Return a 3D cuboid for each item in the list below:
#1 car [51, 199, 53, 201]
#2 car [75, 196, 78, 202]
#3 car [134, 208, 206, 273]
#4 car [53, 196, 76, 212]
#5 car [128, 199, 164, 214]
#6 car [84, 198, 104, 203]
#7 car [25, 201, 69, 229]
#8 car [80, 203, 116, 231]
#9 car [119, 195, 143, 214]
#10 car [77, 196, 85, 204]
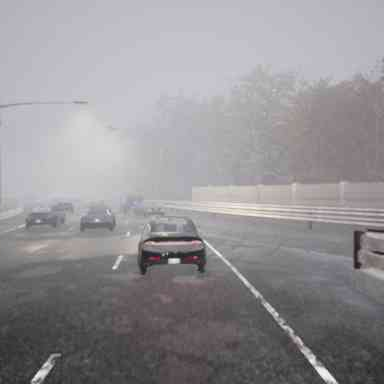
[{"bbox_3d":[-26.440,1.559,65.945,1.812,1.442,4.674,0,0,-40],"label":"car"},{"bbox_3d":[-23.674,1.558,68.090,1.812,1.442,4.674,0,0,-40],"label":"car"},{"bbox_3d":[-0.718,1.516,10.756,2.128,1.511,4.902,0,0,-6],"label":"car"},{"bbox_3d":[-15.038,1.583,39.129,1.882,1.535,5.008,0,0,-22],"label":"car"},{"bbox_3d":[-4.101,1.618,31.037,2.033,1.411,5.357,0,0,-24],"label":"car"},{"bbox_3d":[-10.922,1.661,38.123,1.994,1.385,4.181,0,0,-21],"label":"car"},{"bbox_3d":[-9.717,1.588,22.234,1.812,1.442,4.674,0,0,-12],"label":"car"},{"bbox_3d":[-5.925,1.618,21.246,1.994,1.385,4.181,0,0,-12],"label":"car"},{"bbox_3d":[-6.634,1.309,36.660,2.150,2.045,5.566,0,0,-19],"label":"car"},{"bbox_3d":[-19.202,1.760,61.780,1.895,1.301,4.718,0,0,-34],"label":"car"}]
